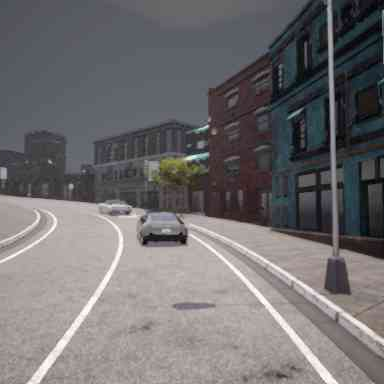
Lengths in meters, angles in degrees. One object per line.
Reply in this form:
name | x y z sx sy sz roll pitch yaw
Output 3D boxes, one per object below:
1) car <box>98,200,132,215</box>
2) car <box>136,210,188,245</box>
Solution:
car | -6.974 1.342 29.835 1.895 1.301 4.718 2 0 -29
car | -1.462 1.516 15.322 1.994 1.385 4.181 1 0 -12
